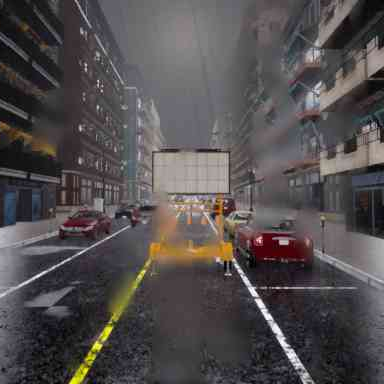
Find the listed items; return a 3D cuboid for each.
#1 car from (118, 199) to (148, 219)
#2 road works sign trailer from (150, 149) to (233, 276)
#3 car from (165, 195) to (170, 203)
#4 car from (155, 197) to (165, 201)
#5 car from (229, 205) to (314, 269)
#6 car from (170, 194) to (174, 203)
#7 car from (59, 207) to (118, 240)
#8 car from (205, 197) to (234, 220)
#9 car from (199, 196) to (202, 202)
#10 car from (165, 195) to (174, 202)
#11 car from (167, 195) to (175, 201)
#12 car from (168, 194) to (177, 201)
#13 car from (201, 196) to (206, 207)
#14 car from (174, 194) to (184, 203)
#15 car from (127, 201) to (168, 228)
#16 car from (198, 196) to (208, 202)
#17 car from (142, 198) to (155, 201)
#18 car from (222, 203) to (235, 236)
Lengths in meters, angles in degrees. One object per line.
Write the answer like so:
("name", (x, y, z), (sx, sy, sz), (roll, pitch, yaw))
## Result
("car", (-5.289, 1.585, 28.308), (1.947, 1.339, 4.313), (2, 0, 0))
("road works sign trailer", (-0.022, 0.471, 10.383), (2.380, 3.560, 2.880), (0, 0, 0))
("car", (-5.287, 1.586, 56.631), (1.887, 1.381, 4.507), (2, 0, 0))
("car", (-5.288, 1.584, 45.301), (2.008, 1.369, 4.403), (2, 0, 0))
("car", (2.594, 1.448, 11.309), (1.967, 1.590, 4.097), (2, 0, 0))
("car", (-5.286, 1.596, 67.960), (1.887, 1.381, 4.507), (2, 0, 0))
("car", (-5.290, 1.593, 16.978), (1.802, 1.307, 4.206), (2, 0, 0))
("car", (2.598, 1.334, 28.302), (2.192, 1.841, 5.009), (2, 0, 0))
("car", (2.592, 1.608, 56.625), (1.947, 1.339, 4.313), (2, 0, 0))
("car", (-5.286, 1.588, 79.117), (1.752, 1.417, 4.829), (2, 0, 0))
("car", (-5.285, 1.595, 84.782), (1.752, 1.417, 4.829), (2, 0, 0))
("car", (-5.277, 1.392, 90.617), (2.192, 1.841, 5.009), (2, 0, 0))
("car", (2.593, 1.558, 45.466), (1.752, 1.417, 4.829), (2, 0, 0))
("car", (-2.747, 1.581, 72.798), (1.812, 1.442, 4.674), (0, 0, 0))
("car", (-2.851, 1.540, 22.256), (1.812, 1.442, 4.674), (0, 0, 0))
("car", (2.593, 1.614, 79.281), (2.008, 1.369, 4.403), (2, 0, 0))
("car", (-5.284, 1.464, 33.972), (1.967, 1.590, 4.097), (2, 0, 0))
("car", (2.591, 1.537, 17.143), (1.752, 1.417, 4.829), (2, 0, 0))
